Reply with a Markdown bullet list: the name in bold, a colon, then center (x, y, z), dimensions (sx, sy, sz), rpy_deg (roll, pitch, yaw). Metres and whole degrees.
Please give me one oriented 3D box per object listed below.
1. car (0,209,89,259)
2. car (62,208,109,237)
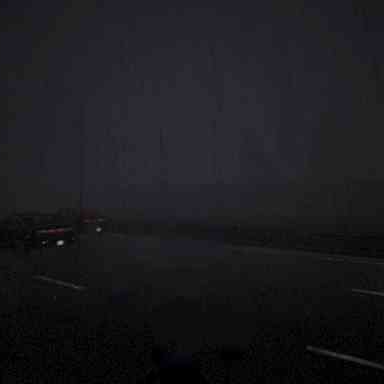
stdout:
- **car**: center (-6.537, 1.560, 12.946), dimensions (4.902, 1.511, 2.128), rpy_deg (0, 0, 36)
- **car**: center (-6.394, 1.572, 17.145), dimensions (4.902, 1.511, 2.128), rpy_deg (0, 0, 36)
